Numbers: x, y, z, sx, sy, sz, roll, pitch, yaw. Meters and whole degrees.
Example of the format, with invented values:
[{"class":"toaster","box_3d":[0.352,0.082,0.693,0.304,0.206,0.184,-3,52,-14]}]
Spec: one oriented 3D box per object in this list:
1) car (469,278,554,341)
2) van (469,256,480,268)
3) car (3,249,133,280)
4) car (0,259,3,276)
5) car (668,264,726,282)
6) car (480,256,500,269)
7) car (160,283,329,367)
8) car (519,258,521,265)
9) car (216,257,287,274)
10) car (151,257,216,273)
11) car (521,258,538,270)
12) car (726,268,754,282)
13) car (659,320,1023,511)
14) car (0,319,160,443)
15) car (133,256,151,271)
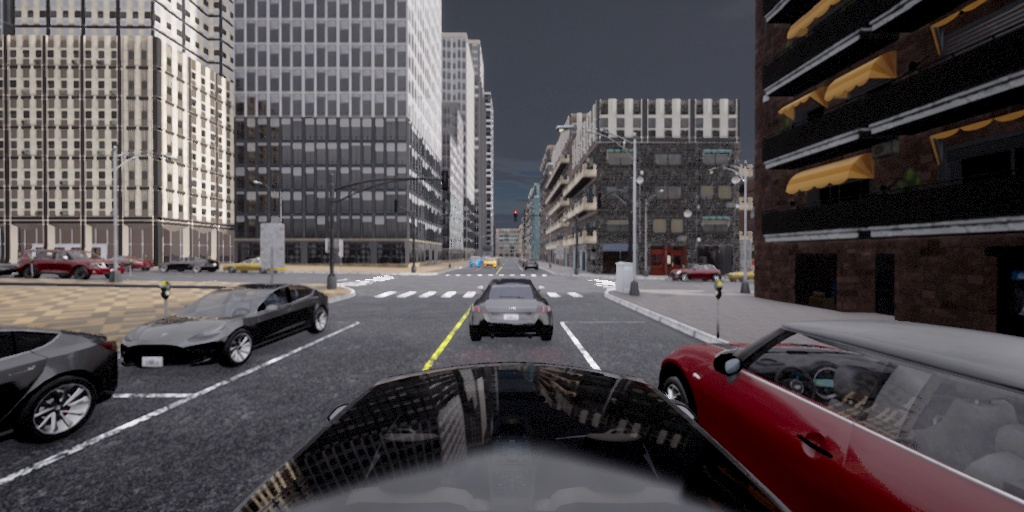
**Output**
[{"class":"car","box_3d":[-0.026,1.289,9.803,1.994,1.385,4.181,0,0,0]},{"class":"van","box_3d":[-5.900,0.931,57.476,1.690,1.789,3.998,0,0,0]},{"class":"car","box_3d":[-27.461,0.528,22.349,5.009,1.841,2.192,0,0,-1]},{"class":"car","box_3d":[-33.080,0.674,22.264,4.313,1.339,1.948,0,0,-1]},{"class":"car","box_3d":[15.903,1.420,31.391,4.097,1.591,1.967,0,0,-1]},{"class":"car","box_3d":[-3.284,1.075,54.653,1.882,1.535,5.008,0,0,0]},{"class":"car","box_3d":[-5.710,1.297,7.866,1.948,1.339,4.313,0,0,0]},{"class":"car","box_3d":[2.480,1.135,57.509,1.888,1.381,4.507,0,0,0]},{"class":"car","box_3d":[-22.153,0.792,30.900,4.829,1.417,1.751,0,0,-1]},{"class":"car","box_3d":[-27.597,0.728,30.729,4.313,1.339,1.948,0,0,-1]},{"class":"car","box_3d":[2.519,1.183,47.543,1.948,1.339,4.313,0,0,0]},{"class":"car","box_3d":[21.255,1.610,31.472,4.829,1.417,1.751,0,0,-1]},{"class":"car","box_3d":[2.691,1.187,2.653,1.967,1.591,4.097,0,0,0]},{"class":"car","box_3d":[-5.689,1.313,2.620,1.948,1.339,4.313,0,0,0]},{"class":"car","box_3d":[-33.215,0.639,30.644,4.207,1.307,1.802,0,0,-1]}]
